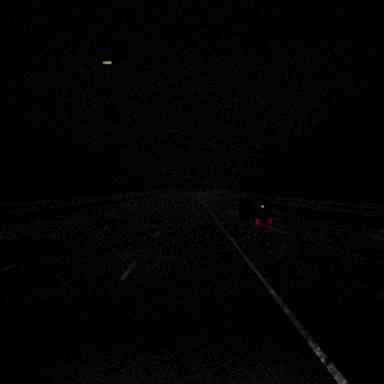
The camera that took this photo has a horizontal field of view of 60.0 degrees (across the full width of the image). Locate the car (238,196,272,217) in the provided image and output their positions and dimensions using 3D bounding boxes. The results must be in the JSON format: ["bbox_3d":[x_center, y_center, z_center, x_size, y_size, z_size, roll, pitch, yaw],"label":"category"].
[{"bbox_3d":[5.269,1.176,28.135,2.033,1.649,4.856,0,0,-6],"label":"car"}]
